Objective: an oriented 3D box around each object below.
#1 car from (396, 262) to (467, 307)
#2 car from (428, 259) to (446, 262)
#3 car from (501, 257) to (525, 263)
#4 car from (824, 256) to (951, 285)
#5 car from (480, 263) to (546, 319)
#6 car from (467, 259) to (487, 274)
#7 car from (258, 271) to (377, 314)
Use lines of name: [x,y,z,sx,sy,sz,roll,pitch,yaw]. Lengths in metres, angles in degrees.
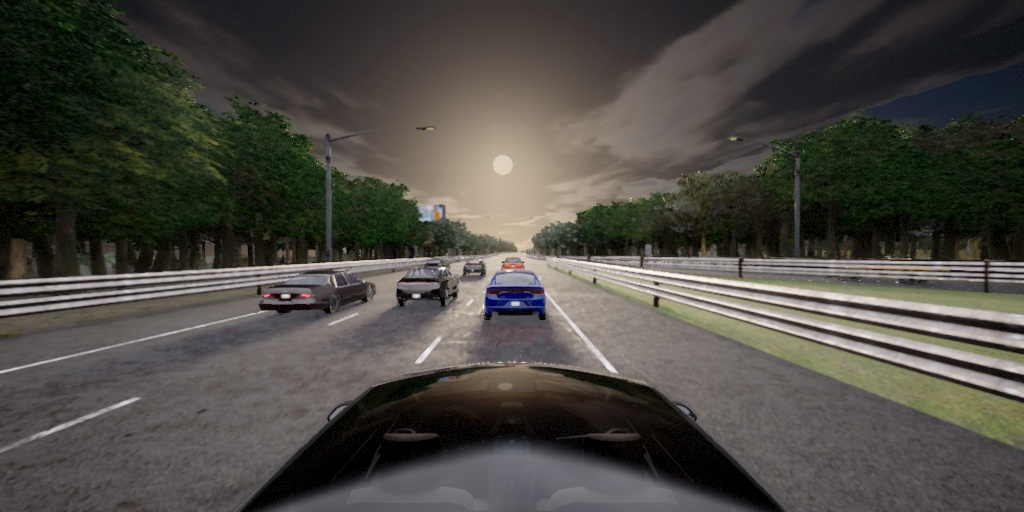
car: [-3.404,1.188,15.177,2.128,1.511,4.902,0,0,0]
car: [-6.910,1.033,33.426,1.837,1.490,4.892,0,1,0]
car: [0.090,0.883,33.161,2.097,1.767,4.553,0,1,0]
car: [21.815,0.789,21.195,1.801,1.575,5.366,1,0,-24]
car: [0.097,1.193,12.677,1.882,1.535,5.008,0,0,0]
car: [-3.410,1.021,33.380,2.128,1.511,4.902,0,1,0]
car: [-6.903,1.257,13.441,2.033,1.411,5.357,0,0,0]
